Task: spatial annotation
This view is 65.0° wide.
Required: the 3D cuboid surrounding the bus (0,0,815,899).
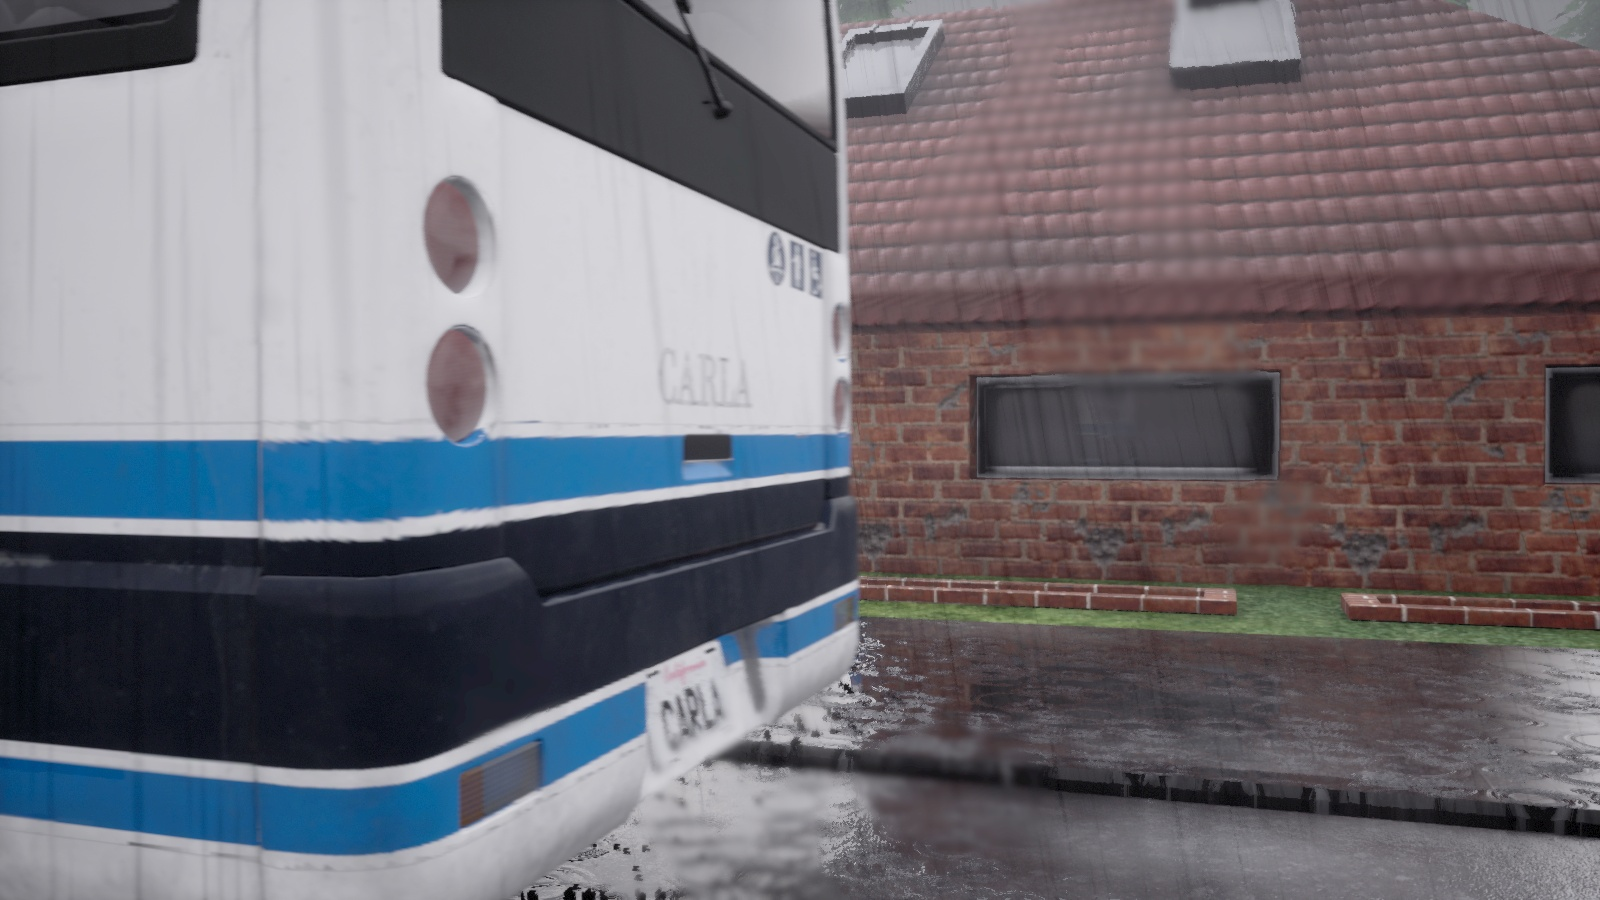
[{"bbox_3d":[-5.432,-0.659,5.523,10.273,4.253,3.944,0,1,19],"label":"bus"}]
